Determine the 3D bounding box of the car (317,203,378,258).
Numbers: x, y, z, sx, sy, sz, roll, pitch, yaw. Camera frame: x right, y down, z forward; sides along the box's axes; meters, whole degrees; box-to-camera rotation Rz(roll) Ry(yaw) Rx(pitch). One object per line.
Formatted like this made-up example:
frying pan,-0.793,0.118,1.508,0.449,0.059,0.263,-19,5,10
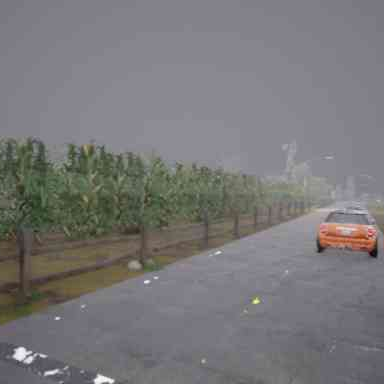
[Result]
car,6.618,1.532,14.142,2.097,1.767,4.553,2,0,26
